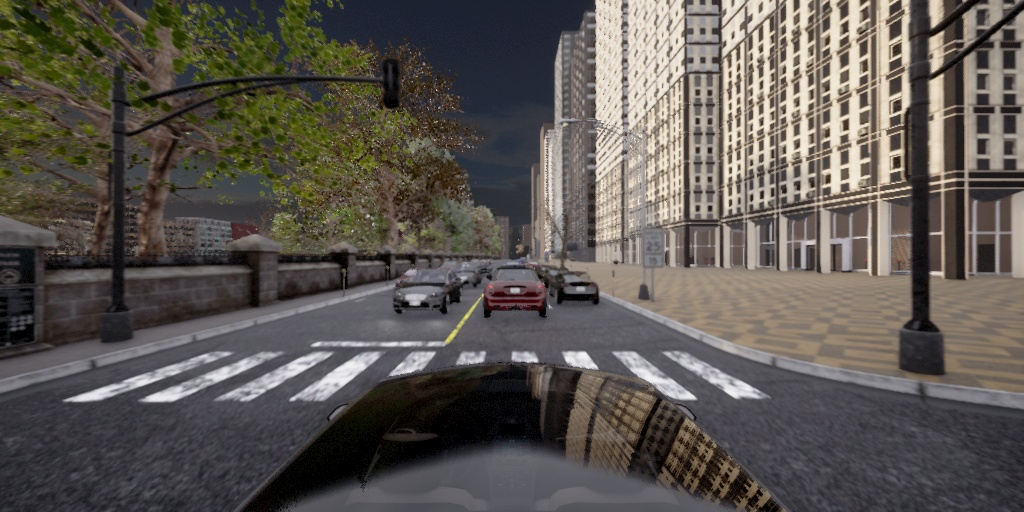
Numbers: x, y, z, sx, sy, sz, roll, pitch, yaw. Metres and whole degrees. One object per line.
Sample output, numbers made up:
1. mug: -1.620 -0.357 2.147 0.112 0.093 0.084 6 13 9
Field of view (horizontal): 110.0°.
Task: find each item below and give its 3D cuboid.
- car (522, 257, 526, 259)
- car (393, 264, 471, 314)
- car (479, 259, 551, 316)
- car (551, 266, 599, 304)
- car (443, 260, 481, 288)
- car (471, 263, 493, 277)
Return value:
1. car: 2.684 1.251 49.917 1.967 1.591 4.097 0 0 0
2. car: -3.087 1.253 13.980 2.128 1.511 4.902 0 0 1
3. car: 0.099 1.113 13.462 2.097 1.767 4.553 0 0 0
4. car: 2.687 1.329 16.123 1.948 1.339 4.313 0 0 0
5. car: -3.088 1.264 24.377 2.128 1.511 4.902 0 0 0
6. car: -3.064 1.390 37.205 1.895 1.301 4.718 0 0 0
